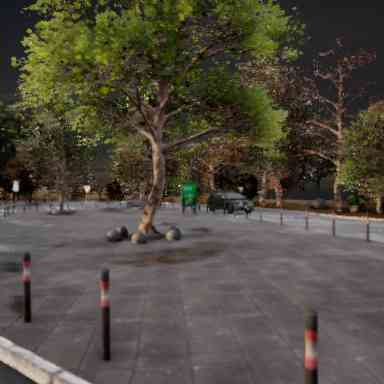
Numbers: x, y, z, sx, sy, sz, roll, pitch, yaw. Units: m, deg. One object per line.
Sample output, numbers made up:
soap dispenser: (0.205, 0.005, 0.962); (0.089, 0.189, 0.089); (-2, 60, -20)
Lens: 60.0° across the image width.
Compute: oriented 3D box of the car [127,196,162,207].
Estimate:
car: (-5.723, 1.184, 40.429); (4.181, 1.385, 1.994); (0, 0, 7)

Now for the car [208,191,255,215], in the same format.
car: (3.468, 0.938, 30.682); (2.150, 2.045, 5.566); (0, 0, -25)
